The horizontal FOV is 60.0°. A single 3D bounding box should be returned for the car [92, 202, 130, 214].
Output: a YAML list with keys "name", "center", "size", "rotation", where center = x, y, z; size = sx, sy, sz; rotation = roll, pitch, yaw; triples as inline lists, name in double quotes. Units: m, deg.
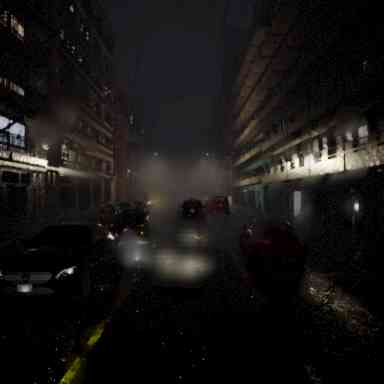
- name: "car"
  center: [-5.681, 1.534, 22.465]
  size: [1.752, 1.417, 4.829]
  rotation: [1, 0, 0]

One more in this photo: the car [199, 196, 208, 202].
- name: "car"
  center: [2.704, 1.587, 77.855]
  size: [1.887, 1.381, 4.507]
  rotation: [0, 0, 0]

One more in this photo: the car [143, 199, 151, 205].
- name: "car"
  center: [-5.680, 1.558, 33.682]
  size: [1.887, 1.381, 4.507]
  rotation: [1, 0, 0]

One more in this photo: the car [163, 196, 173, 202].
- name: "car"
  center: [-5.677, 1.594, 77.869]
  size: [2.008, 1.369, 4.403]
  rotation: [1, 0, 0]

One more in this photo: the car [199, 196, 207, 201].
- name: "car"
  center: [2.704, 1.613, 83.379]
  size: [1.947, 1.339, 4.313]
  rotation: [0, 0, 0]

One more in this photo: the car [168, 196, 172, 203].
- name: "car"
  center: [-5.677, 1.589, 72.346]
  size: [2.008, 1.369, 4.403]
  rotation: [1, 0, 0]

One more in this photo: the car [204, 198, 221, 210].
- name: "car"
  center: [2.702, 1.585, 44.714]
  size: [1.947, 1.339, 4.313]
  rotation: [1, 0, 0]

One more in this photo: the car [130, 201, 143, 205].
- name: "car"
  center: [-5.681, 1.562, 28.159]
  size: [2.008, 1.369, 4.403]
  rotation: [1, 0, 0]

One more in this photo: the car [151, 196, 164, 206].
- name: "car"
  center: [-5.679, 1.548, 50.081]
  size: [1.752, 1.417, 4.829]
  rotation: [1, 0, 0]

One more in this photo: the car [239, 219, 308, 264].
- name: "car"
  center: [2.699, 1.586, 11.573]
  size: [1.802, 1.307, 4.206]
  rotation: [1, 0, 0]

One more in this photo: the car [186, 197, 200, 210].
- name: "car"
  center: [0.092, 1.526, 45.310]
  size: [1.837, 1.490, 4.892]
  rotation: [0, 0, 0]

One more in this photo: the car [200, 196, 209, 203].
- name: "car"
  center: [2.704, 1.582, 72.331]
  size: [1.887, 1.381, 4.507]
  rotation: [0, 0, 0]

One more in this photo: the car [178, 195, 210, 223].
- name: "car"
  center: [0.044, 1.361, 25.481]
  size: [2.097, 1.767, 4.553]
  rotation: [0, 0, 0]

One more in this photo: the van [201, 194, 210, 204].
- name: "van"
  center: [2.705, 1.375, 66.808]
  size: [1.690, 1.788, 3.998]
  rotation: [0, 0, 0]

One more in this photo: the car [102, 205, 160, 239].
- name: "car"
  center: [-2.999, 1.570, 17.244]
  size: [1.994, 1.385, 4.181]
  rotation: [0, 0, 0]

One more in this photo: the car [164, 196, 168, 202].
- name: "car"
  center: [-5.678, 1.577, 55.775]
  size: [2.008, 1.369, 4.403]
  rotation: [1, 0, 0]

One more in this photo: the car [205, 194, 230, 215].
- name: "car"
  center: [2.703, 1.328, 33.668]
  size: [2.192, 1.841, 5.009]
  rotation: [1, 0, 0]

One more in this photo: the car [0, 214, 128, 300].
- name: "car"
  center: [-3.094, 1.529, 8.498]
  size: [1.812, 1.442, 4.674]
  rotation: [0, 0, 0]
